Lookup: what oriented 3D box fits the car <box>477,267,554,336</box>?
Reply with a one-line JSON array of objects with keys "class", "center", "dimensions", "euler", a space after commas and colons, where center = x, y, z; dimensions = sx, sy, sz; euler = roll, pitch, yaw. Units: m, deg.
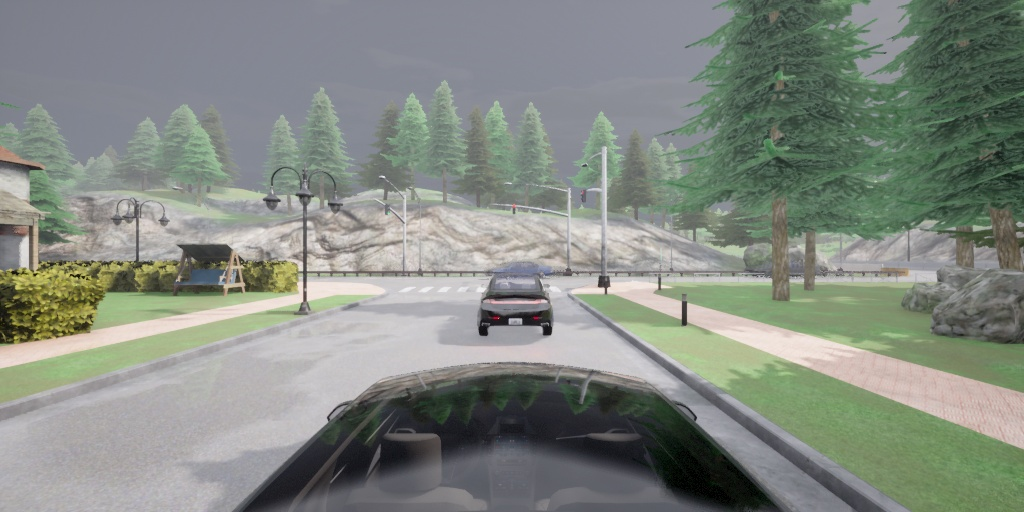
[{"class": "car", "center": [0.098, 1.242, 10.383], "dimensions": [2.128, 1.511, 4.902], "euler": [0, 0, 1]}]

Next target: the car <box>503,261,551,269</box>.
[{"class": "car", "center": [0.586, 1.135, 28.499], "dimensions": [5.357, 1.411, 2.033], "euler": [0, 0, -20]}]

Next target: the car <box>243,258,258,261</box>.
[{"class": "car", "center": [-19.145, 0.942, 25.895], "dimensions": [4.553, 1.767, 2.097], "euler": [0, 0, 0]}]

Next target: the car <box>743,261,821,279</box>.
[{"class": "car", "center": [22.123, 1.135, 29.474], "dimensions": [5.357, 1.411, 2.033], "euler": [0, 0, 0]}]
